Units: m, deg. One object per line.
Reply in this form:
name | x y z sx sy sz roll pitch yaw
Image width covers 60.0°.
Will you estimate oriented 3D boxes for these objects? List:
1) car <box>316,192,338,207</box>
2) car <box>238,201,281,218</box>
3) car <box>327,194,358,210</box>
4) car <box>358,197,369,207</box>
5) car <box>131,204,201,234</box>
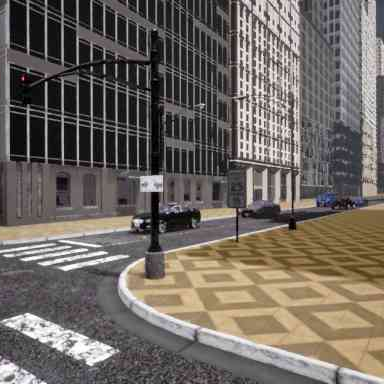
car | 19.062 1.056 46.394 2.150 2.045 5.566 0 0 37
car | 6.066 1.464 29.196 2.033 1.411 5.357 0 0 37
car | 18.385 1.359 40.405 1.837 1.490 4.892 0 0 37
car | 24.597 1.369 48.773 2.033 1.411 5.357 0 0 37
car | -1.386 1.447 19.244 2.128 1.511 4.902 0 0 37
